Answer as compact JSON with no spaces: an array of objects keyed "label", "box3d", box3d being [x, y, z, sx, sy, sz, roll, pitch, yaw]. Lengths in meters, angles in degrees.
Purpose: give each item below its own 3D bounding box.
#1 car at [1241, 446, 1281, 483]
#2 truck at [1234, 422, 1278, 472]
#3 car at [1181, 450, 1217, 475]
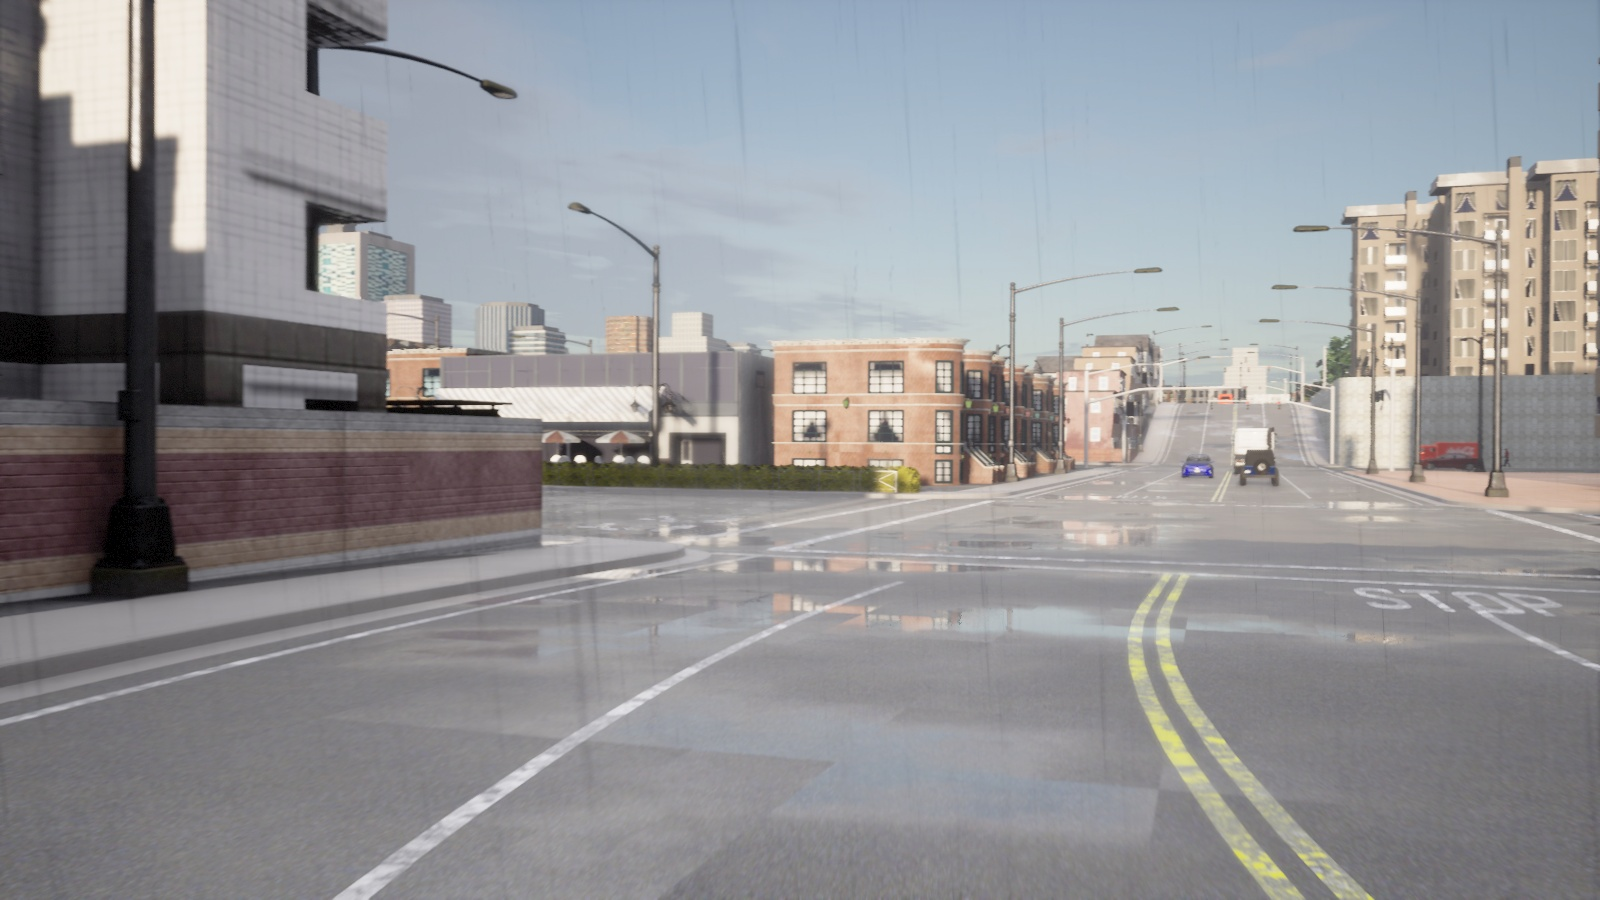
[{"label":"car","box3d":[24.300,0.714,66.295,1.905,1.878,3.866,0,0,19]},{"label":"truck","box3d":[33.313,-0.237,91.789,2.891,3.462,7.936,0,0,19]},{"label":"car","box3d":[25.536,0.778,80.292,2.007,1.525,4.514,0,0,19]}]
